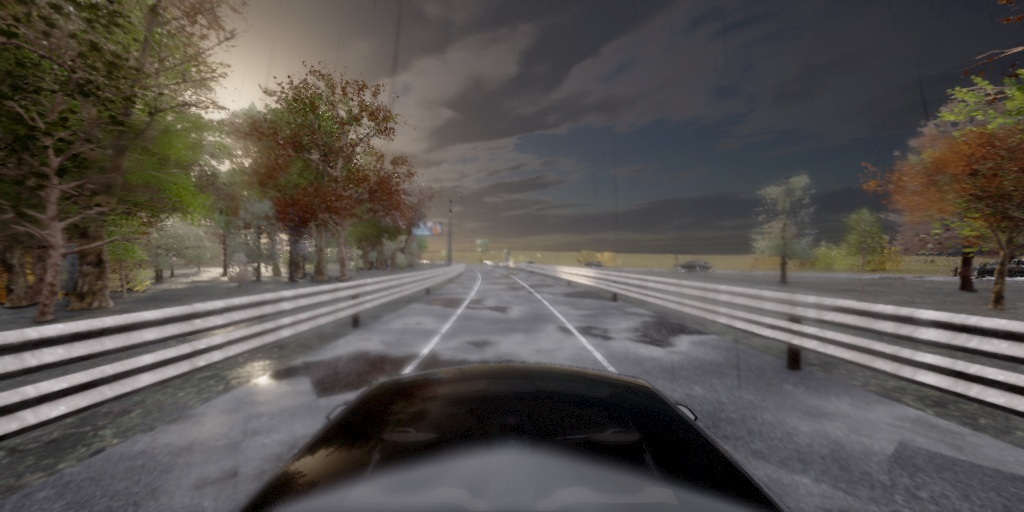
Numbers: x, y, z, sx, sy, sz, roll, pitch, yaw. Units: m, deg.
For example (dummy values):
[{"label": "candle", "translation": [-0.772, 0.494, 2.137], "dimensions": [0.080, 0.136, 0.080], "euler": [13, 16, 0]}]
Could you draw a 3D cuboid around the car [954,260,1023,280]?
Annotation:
[{"label": "car", "translation": [36.290, 0.992, 26.286], "dimensions": [1.837, 1.490, 4.892], "euler": [0, -1, -26]}]

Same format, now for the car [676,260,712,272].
[{"label": "car", "translation": [25.104, 1.333, 49.737], "dimensions": [1.837, 1.490, 4.892], "euler": [0, -1, -25]}]
